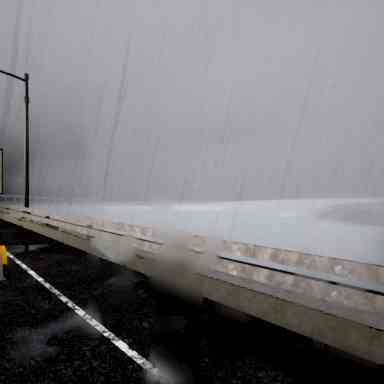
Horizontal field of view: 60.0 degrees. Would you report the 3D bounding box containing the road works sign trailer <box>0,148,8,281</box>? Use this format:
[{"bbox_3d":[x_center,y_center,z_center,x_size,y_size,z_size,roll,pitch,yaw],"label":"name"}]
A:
[{"bbox_3d":[-6.477,0.468,8.991,2.380,3.560,2.880,0,0,-38],"label":"road works sign trailer"}]
